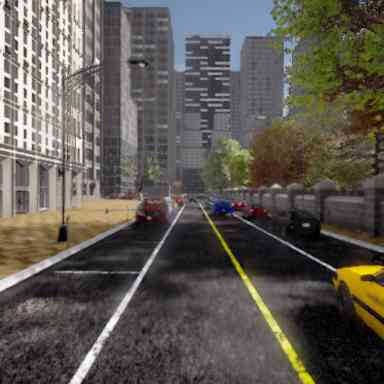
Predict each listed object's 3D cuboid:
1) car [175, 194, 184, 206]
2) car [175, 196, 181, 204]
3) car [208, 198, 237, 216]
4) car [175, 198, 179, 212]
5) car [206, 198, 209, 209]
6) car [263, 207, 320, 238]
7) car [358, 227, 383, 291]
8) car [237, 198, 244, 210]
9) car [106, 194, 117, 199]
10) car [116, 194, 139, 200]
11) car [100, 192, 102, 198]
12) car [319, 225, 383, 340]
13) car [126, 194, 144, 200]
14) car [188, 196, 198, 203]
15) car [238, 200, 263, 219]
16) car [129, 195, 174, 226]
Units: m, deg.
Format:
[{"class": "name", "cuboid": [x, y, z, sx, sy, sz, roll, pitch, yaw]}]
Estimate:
[{"class": "car", "cuboid": [-2.443, 1.319, 56.552, 2.192, 1.841, 5.009, 0, 0, 0]}, {"class": "car", "cuboid": [-2.626, 1.529, 39.760, 1.752, 1.417, 4.829, 0, 0, 0]}, {"class": "car", "cuboid": [2.897, 1.493, 32.623, 1.882, 1.535, 5.008, 0, 0, 0]}, {"class": "car", "cuboid": [-2.639, 1.585, 34.390, 1.802, 1.307, 4.206, 0, 0, 0]}, {"class": "car", "cuboid": [2.860, 1.508, 44.645, 2.128, 1.511, 4.902, 0, 0, 0]}, {"class": "car", "cuboid": [5.349, 1.584, 17.640, 1.947, 1.339, 4.313, 0, 0, 0]}, {"class": "car", "cuboid": [5.324, 1.580, 6.540, 1.947, 1.339, 4.313, 0, 0, 0]}, {"class": "car", "cuboid": [5.399, 1.461, 39.839, 1.967, 1.590, 4.097, 0, 0, 0]}, {"class": "car", "cuboid": [-20.203, 1.143, 85.929, 4.097, 1.590, 1.967, 1, -1, 1]}, {"class": "car", "cuboid": [-14.842, 1.362, 77.925, 4.206, 1.307, 1.802, 1, -1, 1]}, {"class": "car", "cuboid": [-25.727, 0.940, 86.055, 5.009, 1.841, 2.192, 1, -1, 1]}, {"class": "car", "cuboid": [3.327, 1.465, 4.044, 1.801, 1.575, 5.366, 0, 0, 5]}, {"class": "car", "cuboid": [-14.678, 1.220, 85.805, 4.097, 1.590, 1.967, 1, -1, 1]}, {"class": "car", "cuboid": [0.153, 1.582, 70.827, 1.994, 1.385, 4.181, 0, 0, 0]}, {"class": "car", "cuboid": [5.374, 1.602, 28.739, 1.802, 1.307, 4.206, 0, 0, 0]}, {"class": "car", "cuboid": [-2.663, 1.317, 23.308, 2.192, 1.841, 5.009, 0, 0, 0]}]
